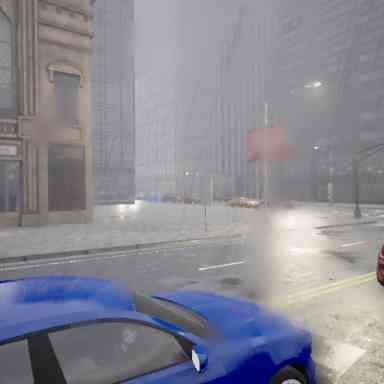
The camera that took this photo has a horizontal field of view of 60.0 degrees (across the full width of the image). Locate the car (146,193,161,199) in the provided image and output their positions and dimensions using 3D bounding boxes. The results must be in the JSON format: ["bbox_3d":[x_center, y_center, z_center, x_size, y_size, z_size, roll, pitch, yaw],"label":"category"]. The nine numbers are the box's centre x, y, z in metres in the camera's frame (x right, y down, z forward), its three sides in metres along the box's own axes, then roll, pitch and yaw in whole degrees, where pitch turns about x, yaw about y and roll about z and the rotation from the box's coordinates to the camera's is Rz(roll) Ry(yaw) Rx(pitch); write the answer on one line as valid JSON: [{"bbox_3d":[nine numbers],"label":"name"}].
[{"bbox_3d":[-9.280,0.925,79.813,1.802,1.307,4.206,0,1,-35],"label":"car"}]

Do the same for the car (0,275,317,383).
[{"bbox_3d":[-1.038,1.478,2.697,5.008,1.535,1.882,1,0,-35],"label":"car"}]

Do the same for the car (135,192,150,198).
[{"bbox_3d":[-12.530,0.830,84.403,1.887,1.381,4.507,0,1,-35],"label":"car"}]

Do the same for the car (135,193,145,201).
[{"bbox_3d":[-9.742,1.108,65.708,2.008,1.369,4.403,0,1,-35],"label":"car"}]

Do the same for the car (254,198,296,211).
[{"bbox_3d":[9.755,1.399,38.161,1.887,1.381,4.507,0,1,-35],"label":"car"}]

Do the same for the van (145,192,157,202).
[{"bbox_3d":[-6.492,0.952,61.116,1.690,1.788,3.998,0,1,-35],"label":"van"}]

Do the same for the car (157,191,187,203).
[{"bbox_3d":[-3.242,0.978,56.524,2.192,1.841,5.009,0,1,-35],"label":"car"}]

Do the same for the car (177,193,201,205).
[{"bbox_3d":[0.007,1.258,51.935,1.887,1.381,4.507,0,1,-35],"label":"car"}]

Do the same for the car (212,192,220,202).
[{"bbox_3d":[3.718,0.876,61.447,2.192,1.841,5.009,0,1,-35],"label":"car"}]

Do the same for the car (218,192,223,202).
[{"bbox_3d":[6.966,1.177,56.858,1.947,1.339,4.313,0,1,-35],"label":"car"}]

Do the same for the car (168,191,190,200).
[{"bbox_3d":[-2.781,0.770,70.628,2.192,1.841,5.009,0,1,-35],"label":"car"}]

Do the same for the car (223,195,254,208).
[{"bbox_3d":[6.603,1.336,42.614,1.752,1.417,4.829,0,1,-35],"label":"car"}]

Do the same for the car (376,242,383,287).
[{"bbox_3d":[6.426,1.349,7.924,4.553,1.767,2.097,0,0,-35],"label":"car"}]
